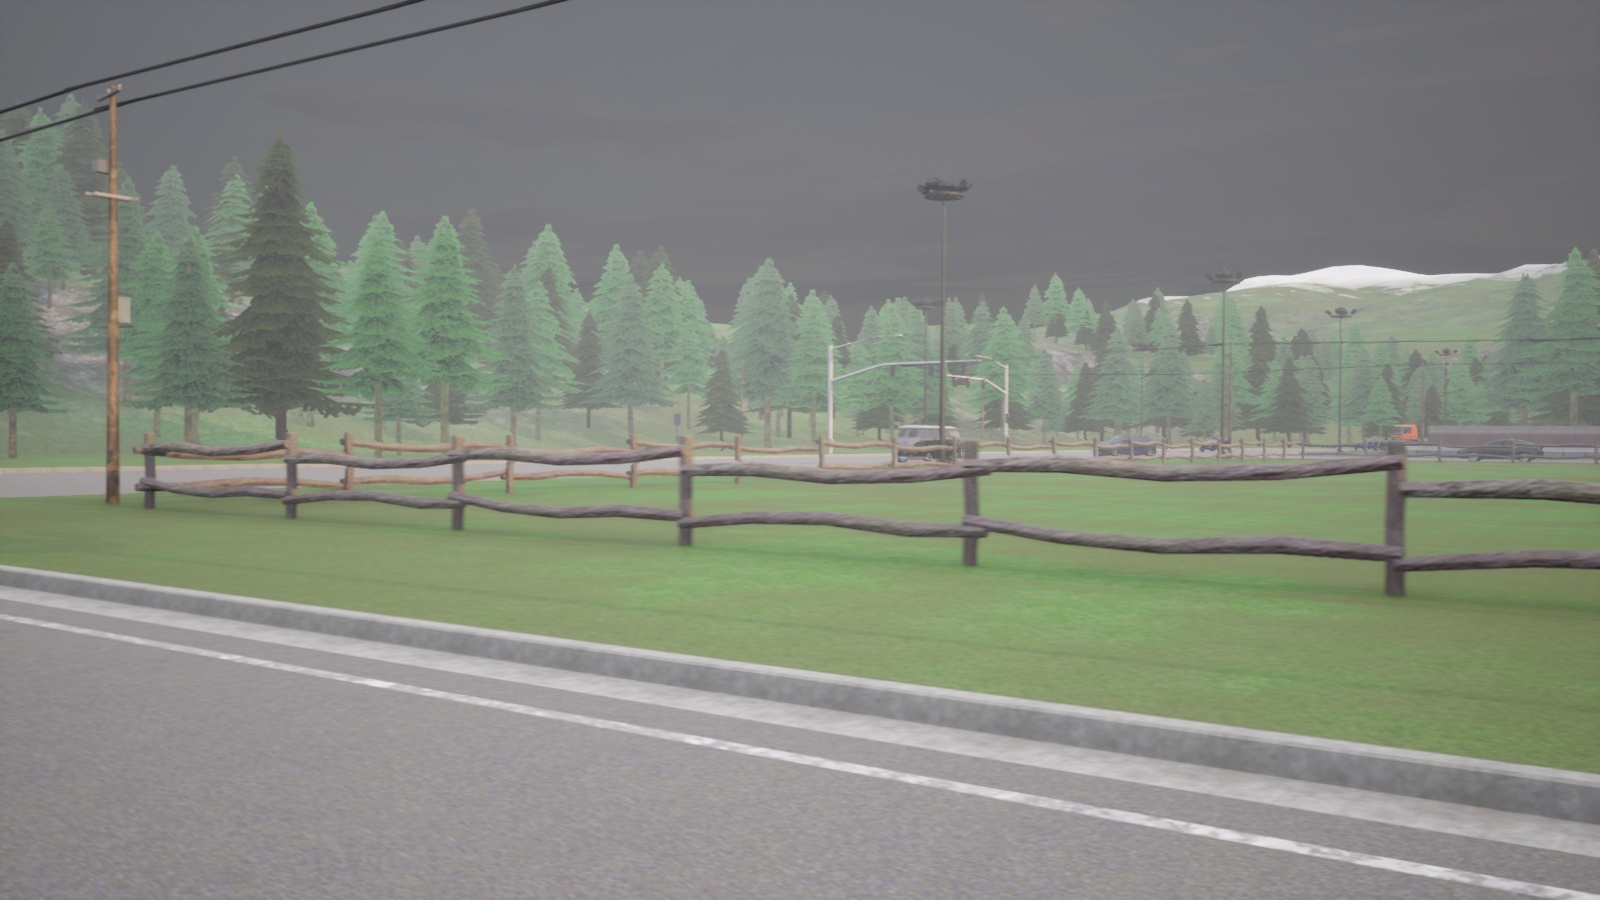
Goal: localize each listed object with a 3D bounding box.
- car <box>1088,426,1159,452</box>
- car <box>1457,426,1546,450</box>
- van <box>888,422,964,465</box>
[{"bbox_3d":[23.376,-0.786,90.871,4.553,1.767,2.097,-1,1,-19],"label":"car"},{"bbox_3d":[45.398,-0.768,81.348,4.892,1.490,1.837,0,1,34],"label":"car"},{"bbox_3d":[6.229,-0.339,61.518,1.775,1.987,4.442,0,1,34],"label":"van"}]
